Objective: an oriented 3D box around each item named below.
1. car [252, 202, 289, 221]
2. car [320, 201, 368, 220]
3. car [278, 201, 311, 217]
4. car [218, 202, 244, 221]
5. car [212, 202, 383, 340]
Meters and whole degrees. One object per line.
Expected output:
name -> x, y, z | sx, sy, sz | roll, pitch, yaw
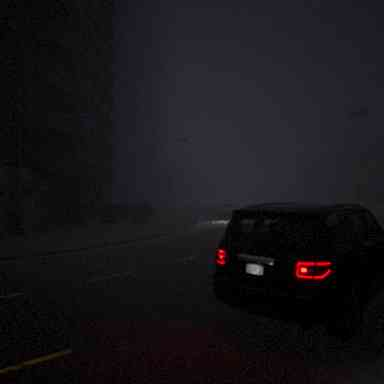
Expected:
car -> 6.910, 1.669, 29.937 | 2.033, 1.411, 5.357 | 0, 0, 0
car -> 13.826, 1.634, 30.732 | 2.033, 1.411, 5.357 | 0, 0, 1
car -> 10.301, 1.686, 33.631 | 1.994, 1.385, 4.181 | 0, 0, -1
car -> 3.413, 1.667, 29.951 | 1.812, 1.442, 4.674 | 0, -1, 0
car -> 2.723, 1.246, 6.961 | 2.150, 2.045, 5.566 | 0, 0, 42
